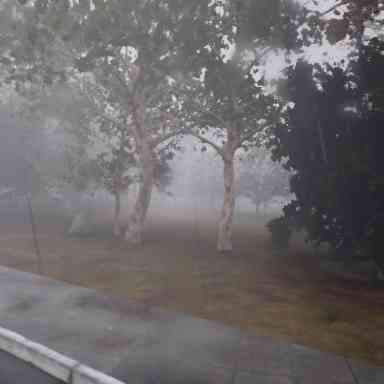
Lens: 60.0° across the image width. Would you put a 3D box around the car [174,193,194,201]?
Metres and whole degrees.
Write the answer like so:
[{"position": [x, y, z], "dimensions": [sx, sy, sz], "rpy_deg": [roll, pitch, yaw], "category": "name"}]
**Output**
[{"position": [-2.621, 1.284, 93.877], "dimensions": [2.435, 2.045, 5.566], "rpy_deg": [6, 1, 42], "category": "car"}]
